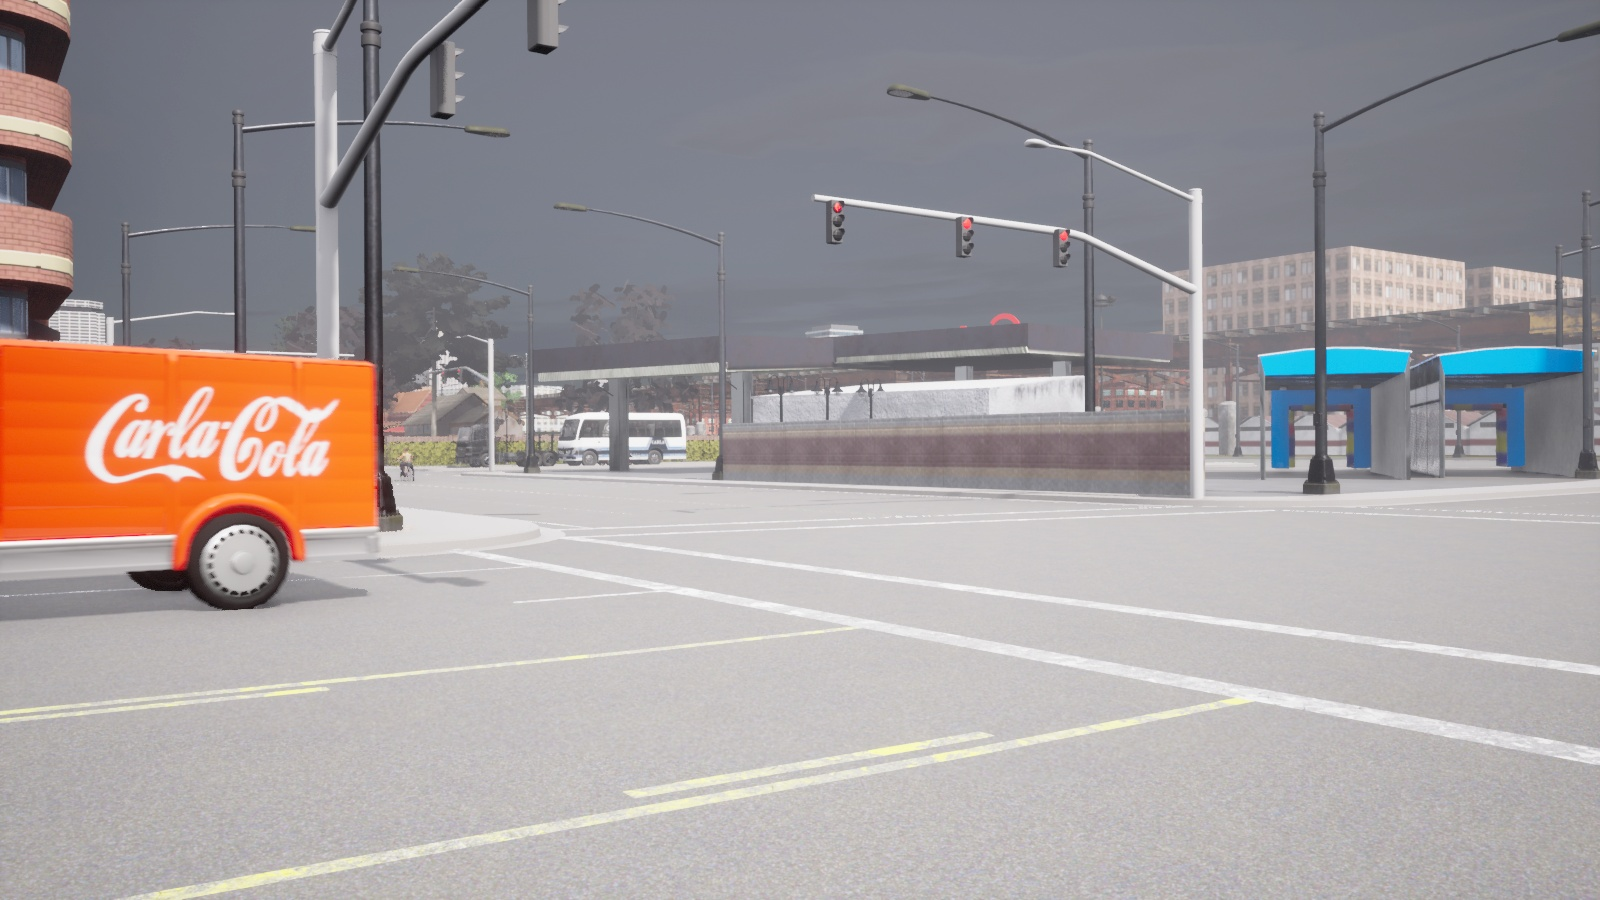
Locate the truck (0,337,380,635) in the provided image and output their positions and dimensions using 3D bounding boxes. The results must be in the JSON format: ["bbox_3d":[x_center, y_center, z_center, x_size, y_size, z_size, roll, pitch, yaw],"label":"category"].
[{"bbox_3d":[-7.016,0.303,11.799,5.204,2.467,2.627,0,0,-42],"label":"truck"}]

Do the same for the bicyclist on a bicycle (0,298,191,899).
[{"bbox_3d":[-2.100,0.623,2.117,1.843,1.776,0.659,0,0,-36],"label":"bicyclist on a bicycle"}]
